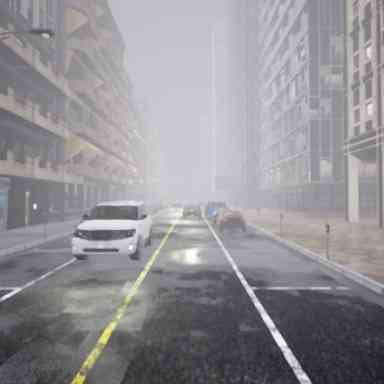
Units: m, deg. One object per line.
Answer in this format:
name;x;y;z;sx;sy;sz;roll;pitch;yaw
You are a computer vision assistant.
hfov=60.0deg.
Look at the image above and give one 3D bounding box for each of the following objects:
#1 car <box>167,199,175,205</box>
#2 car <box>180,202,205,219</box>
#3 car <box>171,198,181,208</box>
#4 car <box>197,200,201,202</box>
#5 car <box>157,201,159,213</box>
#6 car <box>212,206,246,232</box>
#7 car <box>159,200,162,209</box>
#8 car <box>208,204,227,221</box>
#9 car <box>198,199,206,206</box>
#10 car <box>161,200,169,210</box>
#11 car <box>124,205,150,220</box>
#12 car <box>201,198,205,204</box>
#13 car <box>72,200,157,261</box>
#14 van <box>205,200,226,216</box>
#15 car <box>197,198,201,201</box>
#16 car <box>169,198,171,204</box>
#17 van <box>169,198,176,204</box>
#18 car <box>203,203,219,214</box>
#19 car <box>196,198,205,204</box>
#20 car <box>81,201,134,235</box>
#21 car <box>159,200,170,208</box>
car;-5.482;2.585;88.292;1.967;1.590;4.097;0;-1;0
car;0.021;2.015;34.201;1.895;1.301;4.718;0;-1;0
car;-2.893;2.406;64.113;1.895;1.301;4.718;0;-1;0
car;-0.047;2.146;44.447;1.895;1.301;4.718;0;-1;0
car;-5.383;2.019;38.471;2.008;1.369;4.403;1;-1;0
car;2.530;1.842;21.892;1.802;1.307;4.206;1;-1;0
car;-5.394;2.122;44.007;1.802;1.307;4.206;1;-1;0
car;2.519;1.910;27.428;1.802;1.307;4.206;1;-1;0
car;2.408;2.593;82.949;1.752;1.417;4.829;0;-1;0
car;-5.416;2.229;55.078;1.887;1.381;4.507;1;-1;0
car;-5.372;1.980;32.935;1.802;1.307;4.206;1;-1;0
car;2.499;1.783;38.500;2.192;1.841;5.009;0;-1;0
car;-2.874;1.377;13.231;2.150;2.045;5.566;0;-1;0
van;2.510;1.739;32.964;1.690;1.788;3.998;1;-1;0
car;2.419;2.552;77.243;1.947;1.339;4.313;0;-1;0
car;-5.426;2.198;60.615;1.967;1.590;4.097;1;-1;0
van;-5.493;2.567;93.829;1.690;1.788;3.998;0;-1;0
car;2.486;2.121;44.032;1.802;1.307;4.206;0;-1;0
car;2.388;2.540;93.853;2.192;1.841;5.009;0;-1;0
car;-5.347;1.575;21.868;2.192;1.841;5.009;1;-1;0
car;-5.438;2.377;66.150;1.887;1.381;4.507;0;-1;0
